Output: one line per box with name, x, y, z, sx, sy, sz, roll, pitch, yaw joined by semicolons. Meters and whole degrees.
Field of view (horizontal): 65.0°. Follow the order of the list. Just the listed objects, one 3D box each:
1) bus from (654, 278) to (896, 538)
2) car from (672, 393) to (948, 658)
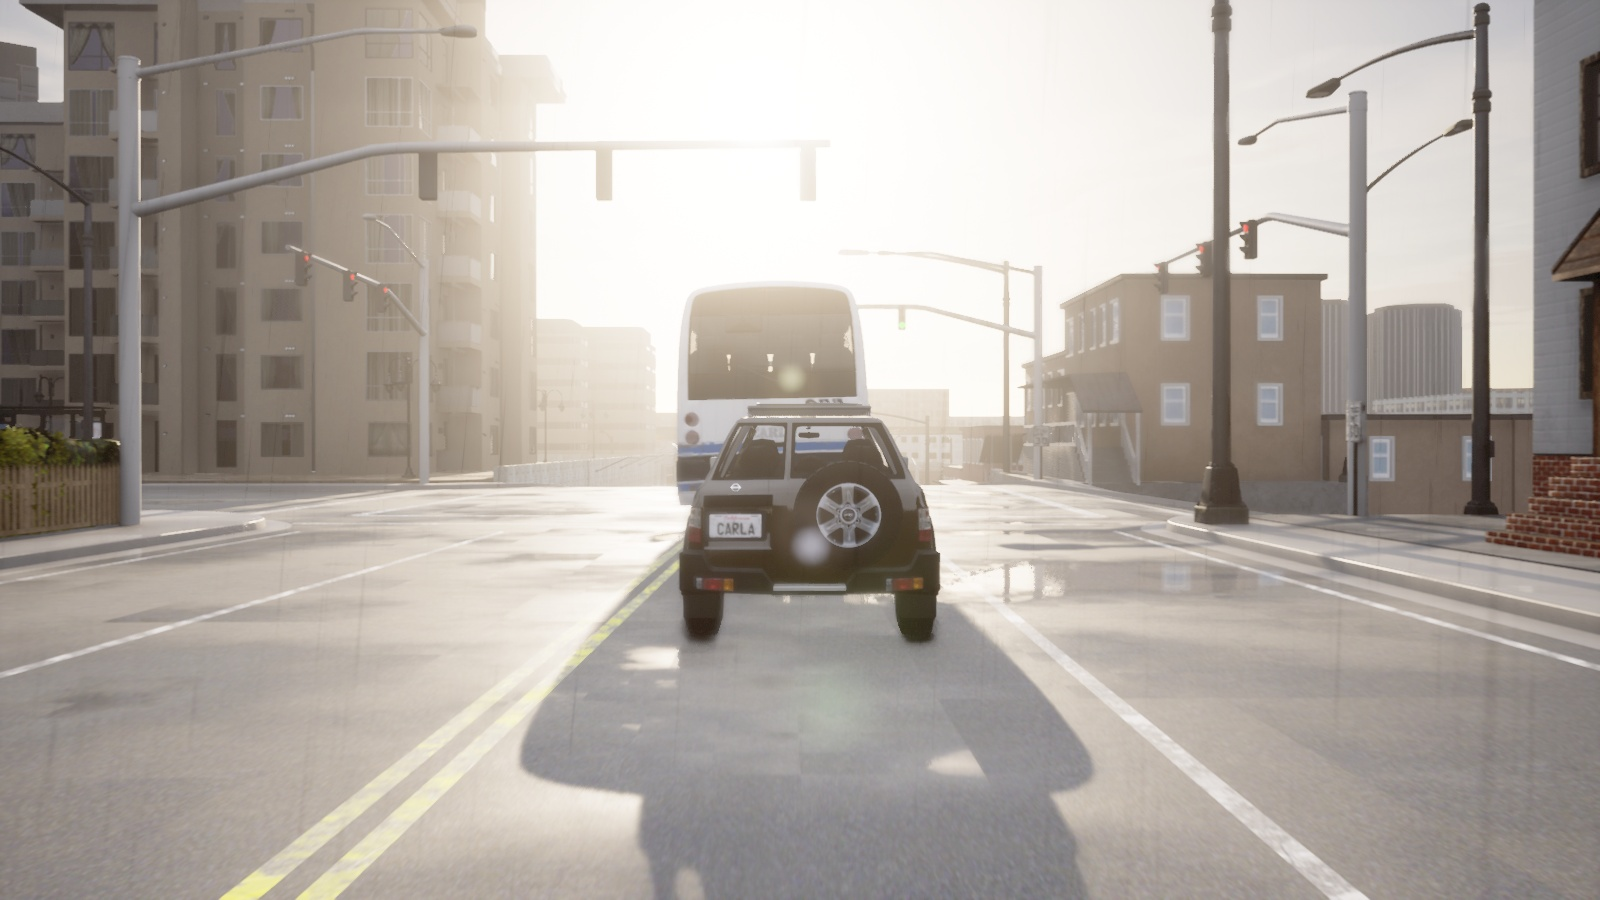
bus;-0.463;-0.739;26.065;3.944;4.253;10.273;-1;0;0
car;0.080;0.520;11.101;1.932;1.855;4.605;0;0;0
